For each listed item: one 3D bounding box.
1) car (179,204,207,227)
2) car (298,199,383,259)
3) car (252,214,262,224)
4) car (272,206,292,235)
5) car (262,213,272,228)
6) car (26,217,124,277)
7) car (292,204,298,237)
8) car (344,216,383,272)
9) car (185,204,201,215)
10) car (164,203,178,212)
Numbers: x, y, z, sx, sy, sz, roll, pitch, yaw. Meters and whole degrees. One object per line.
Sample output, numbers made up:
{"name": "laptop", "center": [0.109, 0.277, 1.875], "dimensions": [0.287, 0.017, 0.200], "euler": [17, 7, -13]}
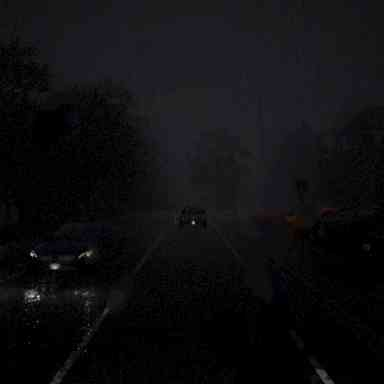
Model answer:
{"name": "car", "center": [0.092, 1.788, 24.293], "dimensions": [1.895, 1.301, 4.718], "euler": [0, -1, 0]}
{"name": "car", "center": [7.047, 1.281, 11.858], "dimensions": [5.566, 2.045, 2.435], "euler": [0, 0, 0]}
{"name": "car", "center": [6.894, 1.621, 22.946], "dimensions": [5.366, 1.575, 1.946], "euler": [0, -1, 0]}
{"name": "car", "center": [7.084, 1.563, 17.406], "dimensions": [5.008, 1.535, 2.097], "euler": [0, 0, 0]}
{"name": "car", "center": [7.084, 1.591, 20.178], "dimensions": [4.892, 1.521, 2.231], "euler": [0, -1, 0]}
{"name": "car", "center": [-3.352, 1.569, 10.473], "dimensions": [1.812, 1.442, 4.674], "euler": [0, 0, 0]}
{"name": "car", "center": [7.108, 1.420, 14.630], "dimensions": [4.553, 1.767, 2.185], "euler": [0, 0, 0]}
{"name": "car", "center": [7.104, 1.551, 9.081], "dimensions": [4.792, 1.488, 2.163], "euler": [0, 0, 0]}
{"name": "car", "center": [0.090, 2.185, 41.713], "dimensions": [1.895, 1.301, 4.718], "euler": [0, -2, 0]}
{"name": "car", "center": [-3.336, 2.488, 53.231], "dimensions": [1.837, 1.490, 4.892], "euler": [0, -2, 0]}
